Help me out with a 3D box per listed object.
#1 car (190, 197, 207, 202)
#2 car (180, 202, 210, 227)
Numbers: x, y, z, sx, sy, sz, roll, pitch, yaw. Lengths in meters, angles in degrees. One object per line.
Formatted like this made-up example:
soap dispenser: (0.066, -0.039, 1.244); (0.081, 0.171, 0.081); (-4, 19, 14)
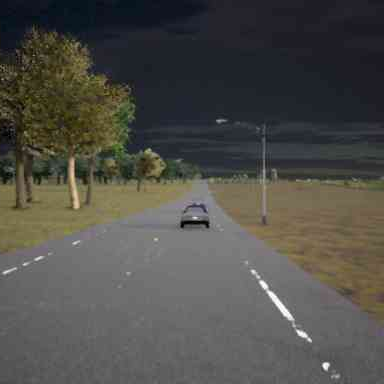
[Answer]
car: (0.862, 1.514, 42.289); (2.097, 1.767, 4.553); (0, 0, 2)
car: (0.228, 1.660, 23.566); (1.994, 1.385, 4.181); (0, 0, 1)
